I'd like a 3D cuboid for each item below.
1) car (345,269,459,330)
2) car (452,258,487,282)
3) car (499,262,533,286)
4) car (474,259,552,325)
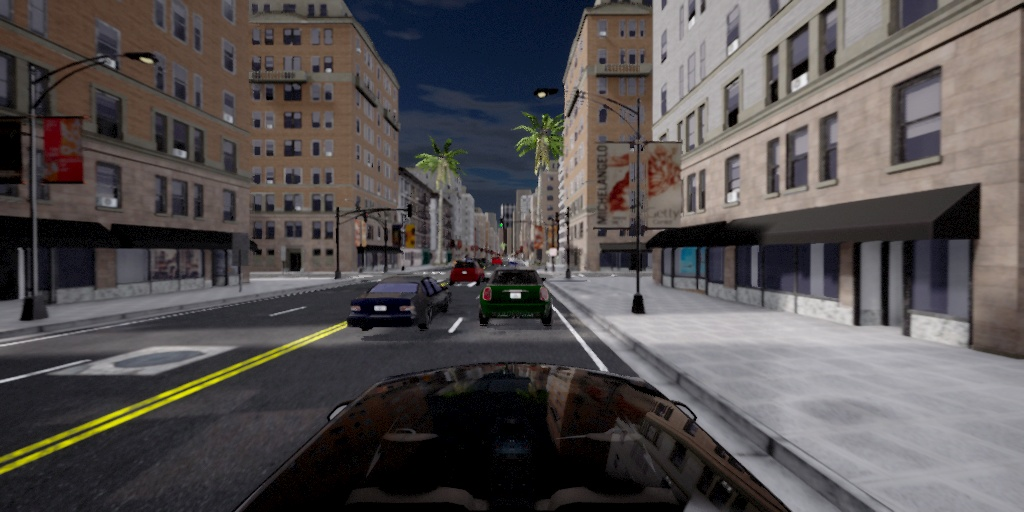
[{"bbox_3d":[-3.150,1.302,11.085,2.033,1.411,5.357,0,0,0],"label":"car"},{"bbox_3d":[-3.149,1.117,25.887,2.097,1.767,4.553,0,0,0],"label":"car"},{"bbox_3d":[0.396,1.257,26.361,2.128,1.511,4.902,0,0,5],"label":"car"},{"bbox_3d":[0.099,1.108,11.996,2.097,1.767,4.553,0,0,0],"label":"car"}]
